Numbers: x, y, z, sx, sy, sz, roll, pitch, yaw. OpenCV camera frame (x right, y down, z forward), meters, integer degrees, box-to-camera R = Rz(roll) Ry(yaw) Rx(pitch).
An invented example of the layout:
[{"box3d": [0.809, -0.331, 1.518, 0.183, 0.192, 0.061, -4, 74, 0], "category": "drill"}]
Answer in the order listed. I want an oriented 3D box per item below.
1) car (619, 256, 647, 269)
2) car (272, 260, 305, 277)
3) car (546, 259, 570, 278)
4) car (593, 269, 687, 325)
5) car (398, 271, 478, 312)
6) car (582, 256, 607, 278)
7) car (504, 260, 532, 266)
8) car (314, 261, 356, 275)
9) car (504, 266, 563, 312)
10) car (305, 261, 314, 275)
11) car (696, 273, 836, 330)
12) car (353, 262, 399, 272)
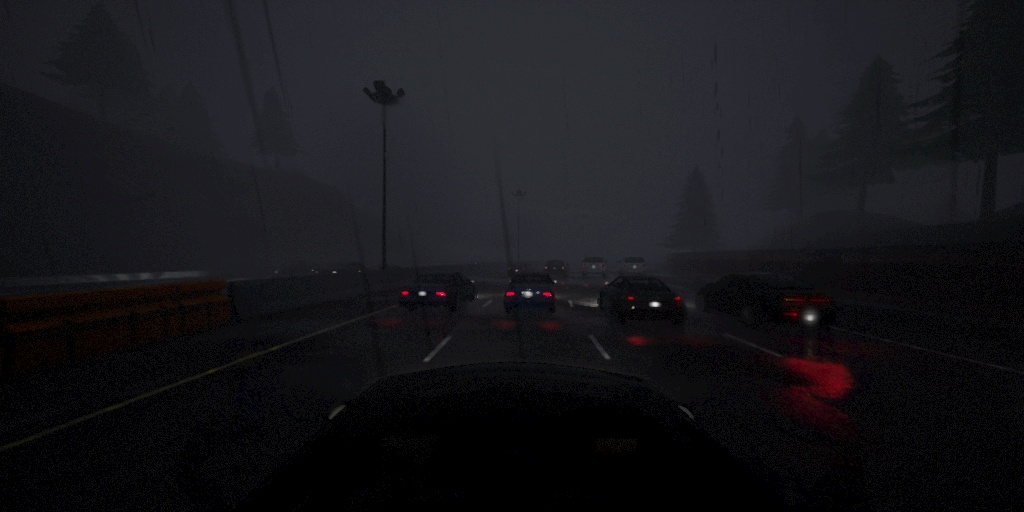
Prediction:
[{"box3d": [11.434, 1.006, 34.045, 2.150, 2.045, 5.566, 0, 0, 14], "category": "car"}, {"box3d": [-20.859, 1.189, 34.955, 2.128, 1.511, 4.902, 0, 0, 13], "category": "car"}, {"box3d": [4.325, 1.117, 34.314, 2.097, 1.767, 4.553, 0, 0, 13], "category": "car"}, {"box3d": [4.153, 1.326, 12.018, 1.994, 1.385, 4.181, 0, 0, 4], "category": "car"}, {"box3d": [-2.705, 1.292, 14.319, 2.033, 1.411, 5.357, 0, 0, 6], "category": "car"}, {"box3d": [7.790, 0.996, 33.913, 2.150, 2.045, 5.566, 0, 0, 14], "category": "car"}, {"box3d": [0.914, 1.320, 35.098, 1.994, 1.385, 4.181, 0, 0, 14], "category": "car"}, {"box3d": [-14.480, 1.219, 31.265, 1.837, 1.490, 4.892, 0, 0, 11], "category": "car"}, {"box3d": [0.795, 1.301, 14.228, 2.033, 1.411, 5.357, 0, 0, 6], "category": "car"}, {"box3d": [-17.263, 1.212, 35.001, 1.837, 1.490, 4.892, 0, 0, 13], "category": "car"}, {"box3d": [7.591, 1.276, 11.330, 1.837, 1.490, 4.892, 0, 0, 4], "category": "car"}, {"box3d": [-11.058, 1.324, 30.670, 1.895, 1.301, 4.718, 0, 0, 11], "category": "car"}]
